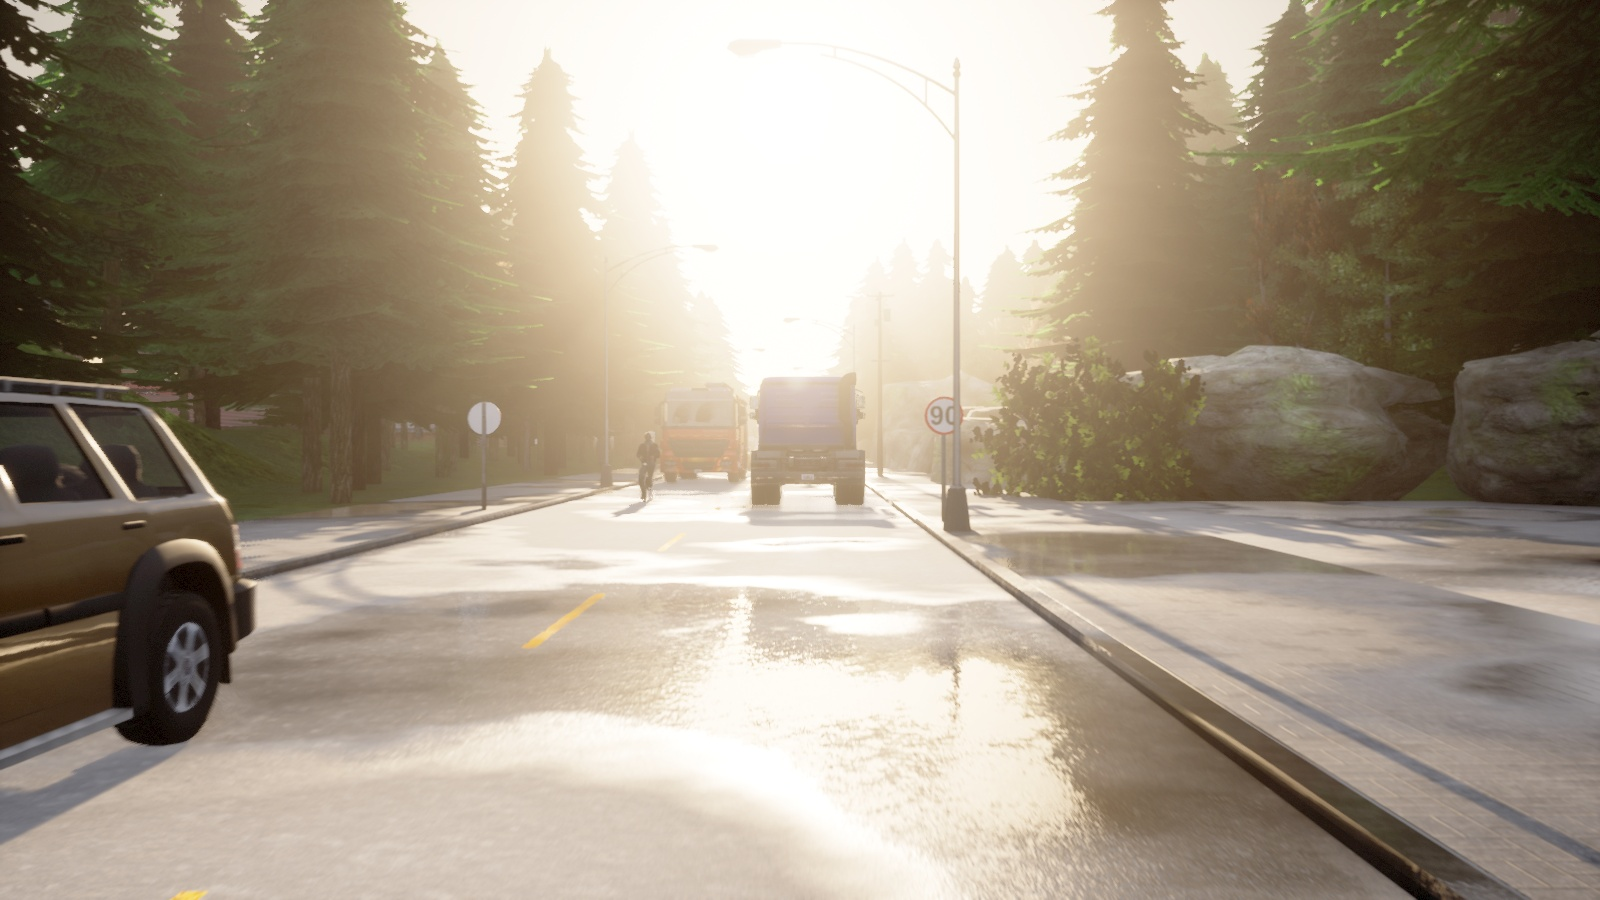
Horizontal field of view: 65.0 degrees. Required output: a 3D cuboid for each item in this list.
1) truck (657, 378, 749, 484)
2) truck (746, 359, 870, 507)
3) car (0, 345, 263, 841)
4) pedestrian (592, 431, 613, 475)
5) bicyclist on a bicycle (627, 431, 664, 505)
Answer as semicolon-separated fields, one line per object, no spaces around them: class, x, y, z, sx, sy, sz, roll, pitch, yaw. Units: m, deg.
truck;-3.682;-0.701;49.563;2.891;3.827;8.468;0;0;1
truck;0.205;-0.423;33.288;2.891;3.462;7.936;0;0;0
car;-3.959;0.534;4.673;1.932;1.855;4.605;0;0;0
pedestrian;-8.738;0.136;55.606;0.659;1.952;0.873;0;0;11
bicyclist on a bicycle;-3.809;0.439;31.047;0.659;1.776;1.843;0;0;0
